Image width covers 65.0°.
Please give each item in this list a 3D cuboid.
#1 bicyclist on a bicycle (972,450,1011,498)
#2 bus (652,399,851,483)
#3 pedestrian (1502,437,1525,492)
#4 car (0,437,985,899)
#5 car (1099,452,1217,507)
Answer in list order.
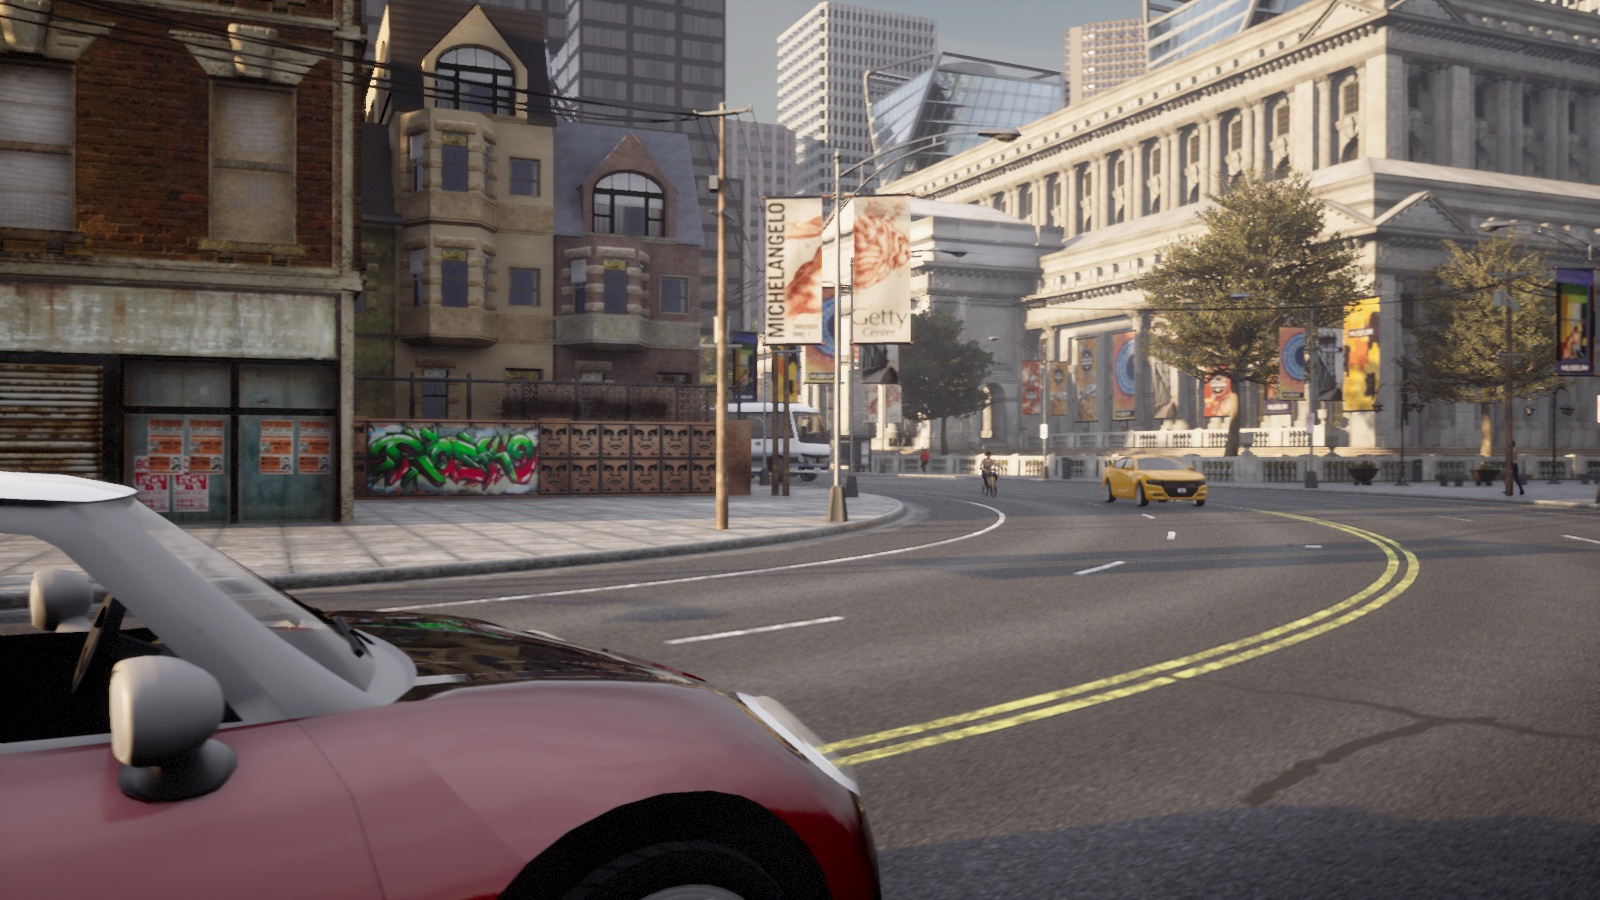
[{"bbox_3d":[6.533,0.808,42.872,0.866,1.612,1.509,-1,0,-9],"label":"bicyclist on a bicycle"},{"bbox_3d":[-2.699,-0.396,67.706,10.273,4.253,3.944,0,-1,33],"label":"bus"},{"bbox_3d":[23.947,0.478,42.139,0.345,1.836,0.594,0,0,-15],"label":"pedestrian"},{"bbox_3d":[-1.717,0.724,2.494,3.806,1.475,1.970,0,0,-35],"label":"car"},{"bbox_3d":[10.542,0.820,37.403,1.882,1.535,5.008,0,0,-3],"label":"car"}]
